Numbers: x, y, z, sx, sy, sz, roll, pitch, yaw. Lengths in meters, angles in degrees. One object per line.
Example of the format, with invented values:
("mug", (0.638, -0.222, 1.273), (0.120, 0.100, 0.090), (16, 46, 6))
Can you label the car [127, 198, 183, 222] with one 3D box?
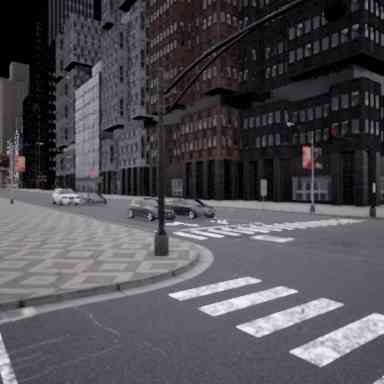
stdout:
("car", (-2.921, 1.220, 23.497), (1.837, 1.490, 4.892), (0, 2, -36))

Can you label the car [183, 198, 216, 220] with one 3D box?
("car", (-0.207, 1.214, 25.281), (1.837, 1.490, 4.892), (0, 1, -37))

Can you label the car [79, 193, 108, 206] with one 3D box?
("car", (-12.280, 0.920, 41.984), (1.837, 1.490, 4.892), (0, 1, -36))

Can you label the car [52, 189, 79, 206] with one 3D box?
("car", (-15.599, 0.628, 41.027), (2.150, 2.045, 5.566), (0, 1, -36))
